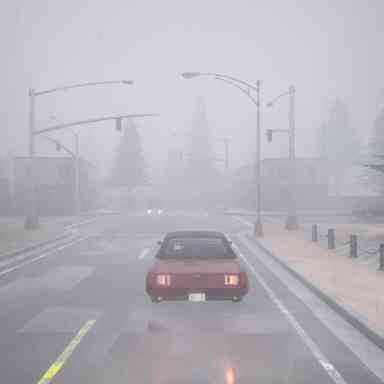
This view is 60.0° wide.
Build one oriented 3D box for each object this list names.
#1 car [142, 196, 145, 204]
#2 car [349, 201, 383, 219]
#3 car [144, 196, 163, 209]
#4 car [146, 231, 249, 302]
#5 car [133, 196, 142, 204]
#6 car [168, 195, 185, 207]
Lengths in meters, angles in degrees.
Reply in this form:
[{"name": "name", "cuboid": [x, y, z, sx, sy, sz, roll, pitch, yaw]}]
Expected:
[{"name": "car", "cuboid": [-6.319, 1.470, 52.153, 1.837, 1.490, 4.892, 0, 0, -15]}, {"name": "car", "cuboid": [15.775, 1.476, 27.844, 4.902, 1.511, 2.128, 0, 0, 2]}, {"name": "car", "cuboid": [-4.818, 1.530, 43.404, 1.994, 1.385, 4.181, 0, 0, -6]}, {"name": "car", "cuboid": [0.075, 1.601, 8.187, 1.895, 1.301, 4.718, 0, 0, -1]}, {"name": "car", "cuboid": [-9.568, 1.443, 61.890, 1.882, 1.535, 5.008, 0, 0, -23]}, {"name": "car", "cuboid": [-2.480, 1.317, 52.132, 2.097, 1.767, 4.553, 0, 0, -12]}]
